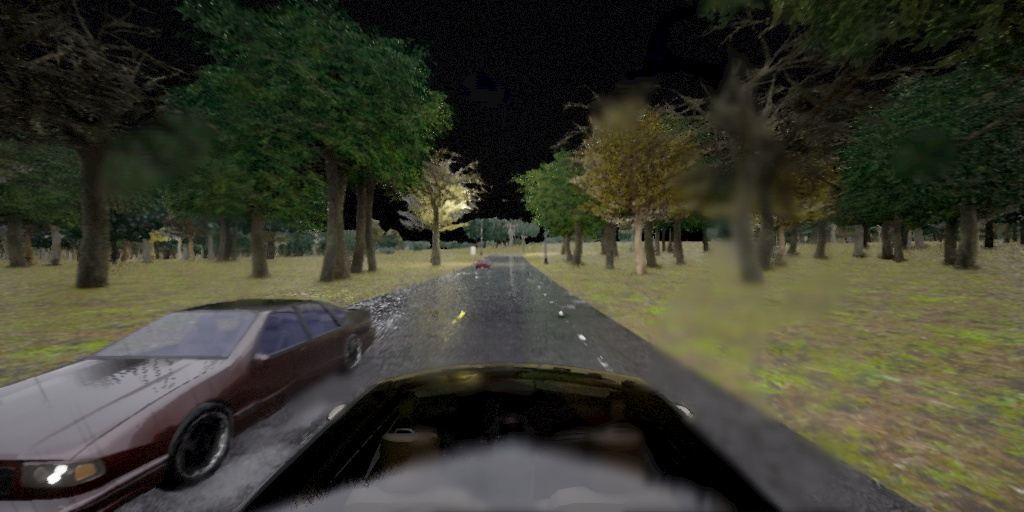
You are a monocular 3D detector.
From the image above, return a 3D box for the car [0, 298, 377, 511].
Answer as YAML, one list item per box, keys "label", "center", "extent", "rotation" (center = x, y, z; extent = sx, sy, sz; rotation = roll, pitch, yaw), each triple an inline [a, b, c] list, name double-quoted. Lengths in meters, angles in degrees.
- label: "car"
  center: [-3.603, 1.323, 4.834]
  extent: [2.033, 1.411, 5.357]
  rotation: [0, 0, 0]

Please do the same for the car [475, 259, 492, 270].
- label: "car"
  center: [-3.587, 1.069, 45.559]
  extent: [1.895, 1.301, 4.718]
  rotation: [0, 1, 0]
